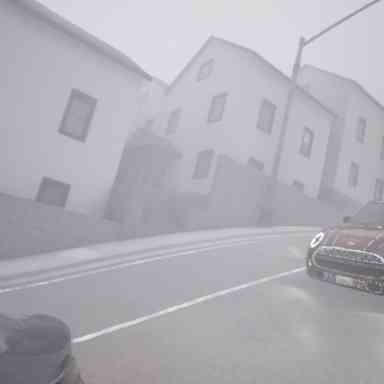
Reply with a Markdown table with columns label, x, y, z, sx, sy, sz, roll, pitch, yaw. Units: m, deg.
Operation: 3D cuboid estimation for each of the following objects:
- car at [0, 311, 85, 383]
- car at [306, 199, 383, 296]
| label | x | y | z | sx | sy | sz | roll | pitch | yaw |
| --- | --- | --- | --- | --- | --- | --- | --- | --- | --- |
| car | -3.014 | 1.405 | 1.859 | 4.674 | 1.442 | 1.812 | 6 | -3 | -35 |
| car | 4.522 | 0.930 | 7.138 | 4.553 | 1.767 | 2.097 | -1 | 1 | -35 |
